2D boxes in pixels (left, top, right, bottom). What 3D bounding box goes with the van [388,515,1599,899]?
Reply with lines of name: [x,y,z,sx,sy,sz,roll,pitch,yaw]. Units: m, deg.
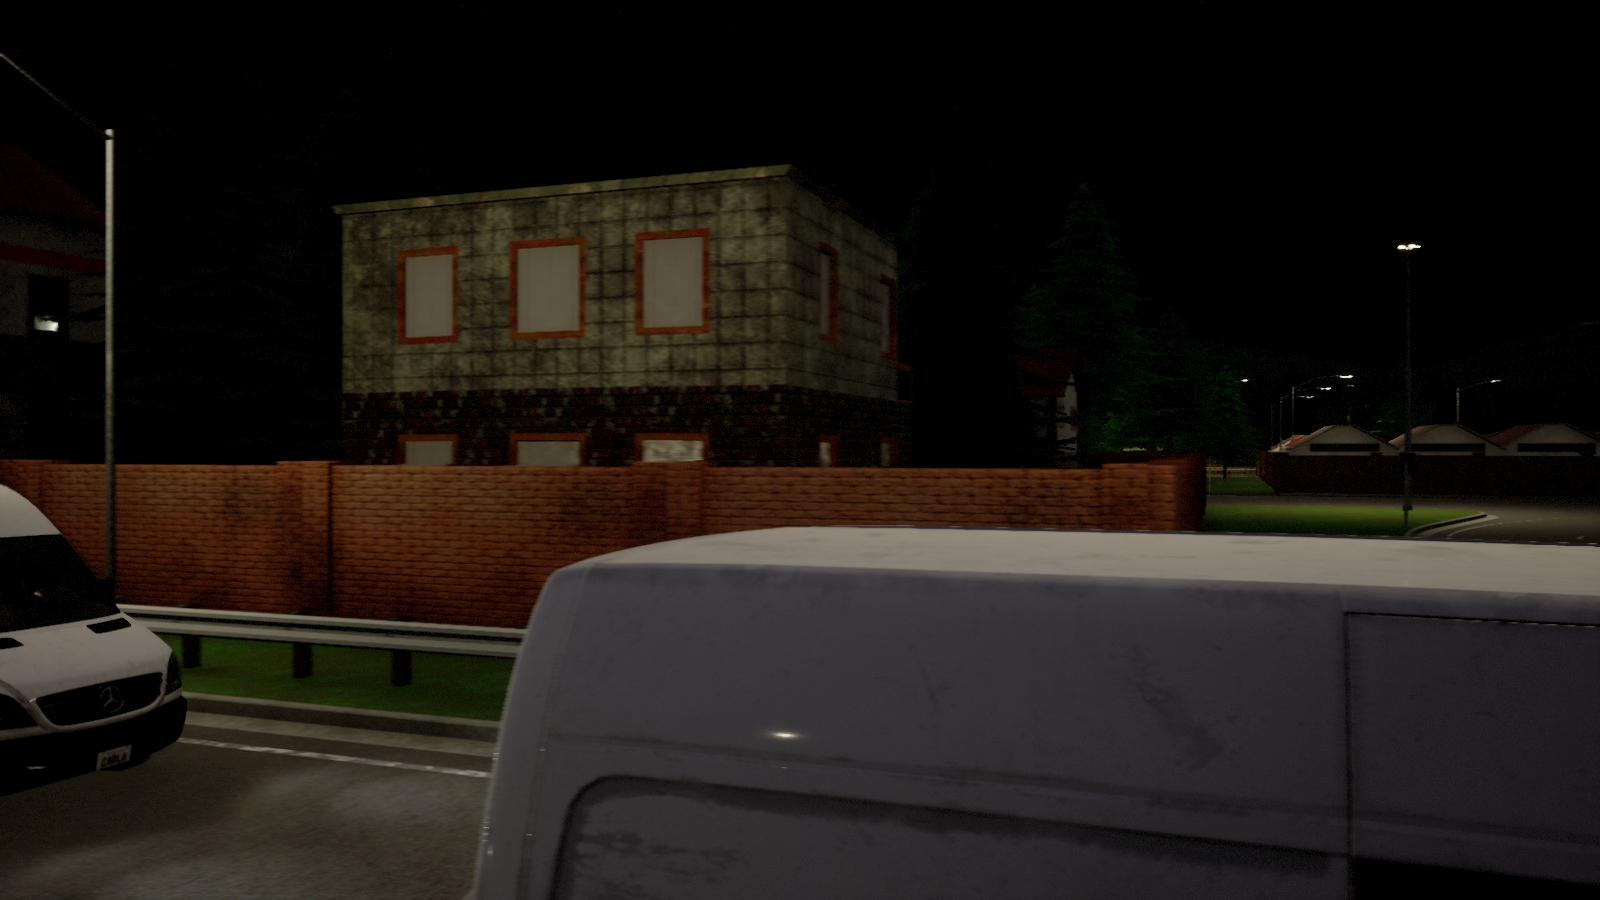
van: [2.196,1.535,2.492,5.915,2.561,1.988,0,0,20]

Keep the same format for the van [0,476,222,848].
van: [-8.110,1.528,9.934,5.915,2.561,1.988,0,0,20]
